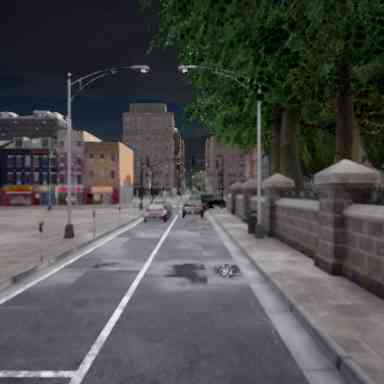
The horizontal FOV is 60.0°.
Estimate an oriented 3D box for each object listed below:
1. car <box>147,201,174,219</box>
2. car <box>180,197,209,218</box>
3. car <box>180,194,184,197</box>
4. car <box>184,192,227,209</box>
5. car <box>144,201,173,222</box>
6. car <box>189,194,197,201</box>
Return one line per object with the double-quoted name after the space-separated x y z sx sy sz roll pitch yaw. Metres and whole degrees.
-2.634 1.502 29.007 1.947 1.339 4.313 0 0 0 "car"
0.088 1.428 29.187 2.128 1.511 4.902 0 0 0 "car"
-2.209 1.310 88.284 2.128 1.511 4.902 0 0 0 "car"
2.049 1.117 40.473 2.150 2.045 5.566 -1 0 43 "car"
-2.634 1.526 25.344 1.802 1.307 4.206 0 0 0 "car"
0.298 1.312 81.219 1.812 1.442 4.674 0 0 0 "car"
